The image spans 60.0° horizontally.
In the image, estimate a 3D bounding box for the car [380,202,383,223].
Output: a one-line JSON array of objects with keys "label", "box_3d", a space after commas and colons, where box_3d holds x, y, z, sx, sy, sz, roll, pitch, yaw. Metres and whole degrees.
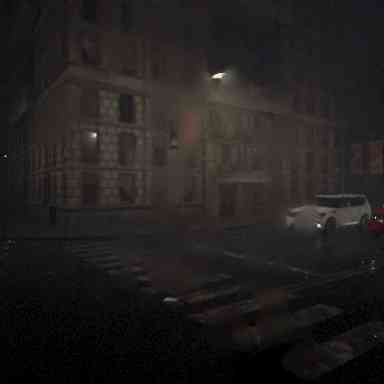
[{"label": "car", "box_3d": [15.907, 1.418, 23.814, 5.357, 1.411, 2.033, 0, 0, -34]}]

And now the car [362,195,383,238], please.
[{"label": "car", "box_3d": [10.723, 1.135, 15.932, 5.566, 2.045, 2.150, 0, 0, -37]}]

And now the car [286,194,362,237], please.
[{"label": "car", "box_3d": [7.521, 1.142, 17.944, 5.566, 2.045, 2.150, 0, 0, -35]}]
